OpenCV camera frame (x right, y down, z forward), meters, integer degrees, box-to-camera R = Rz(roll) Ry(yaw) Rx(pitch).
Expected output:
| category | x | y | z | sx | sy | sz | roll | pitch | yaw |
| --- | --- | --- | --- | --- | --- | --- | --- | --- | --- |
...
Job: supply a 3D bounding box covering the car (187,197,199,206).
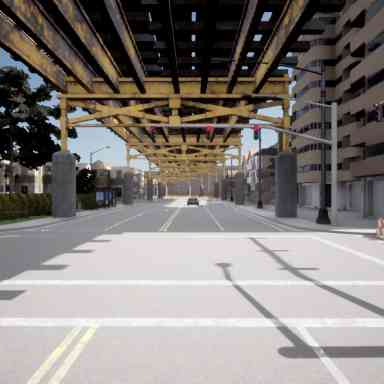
| category | x | y | z | sx | sy | sz | roll | pitch | yaw |
| --- | --- | --- | --- | --- | --- | --- | --- | --- | --- |
| car | 0.178 | 1.564 | 56.250 | 1.994 | 1.385 | 4.181 | 0 | 0 | 0 |
